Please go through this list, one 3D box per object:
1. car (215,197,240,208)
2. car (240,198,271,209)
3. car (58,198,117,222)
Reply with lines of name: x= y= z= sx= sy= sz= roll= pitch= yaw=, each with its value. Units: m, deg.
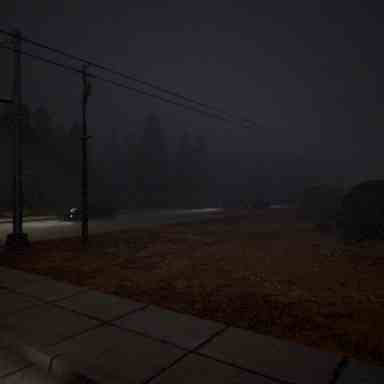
car: x=4.905 y=1.371 z=44.352 sx=2.128 sy=1.511 sz=4.902 roll=0 pitch=0 yaw=37
car: x=8.469 y=1.467 z=42.997 sx=1.895 sy=1.301 sz=4.718 roll=0 pitch=0 yaw=37
car: x=-8.309 y=1.350 z=26.576 sx=2.097 sy=1.767 sz=4.553 roll=0 pitch=0 yaw=37
